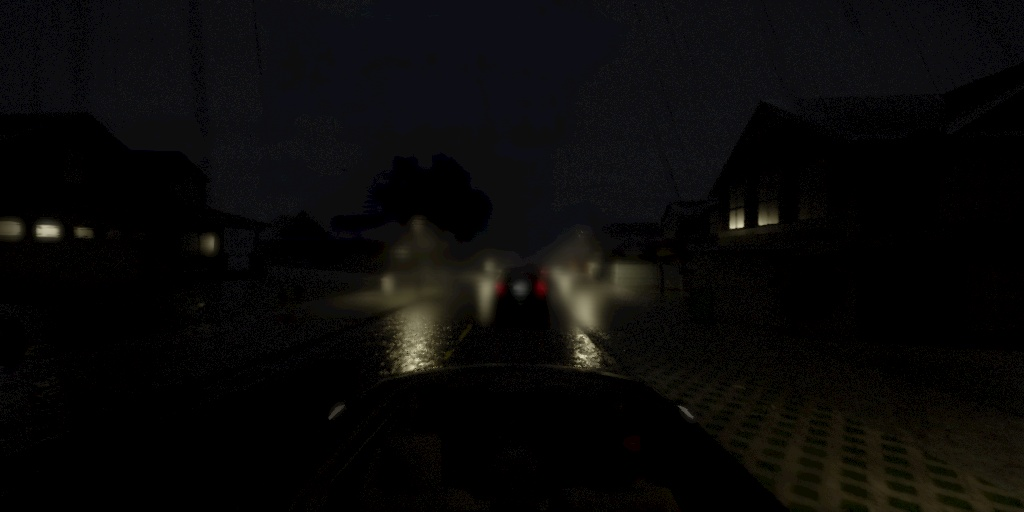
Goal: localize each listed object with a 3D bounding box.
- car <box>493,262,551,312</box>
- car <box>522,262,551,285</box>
[{"bbox_3d":[0.474,1.233,15.100,2.097,1.767,4.553,0,-1,5],"label":"car"},{"bbox_3d":[2.107,1.410,29.913,2.097,1.767,4.553,0,-1,8],"label":"car"}]
